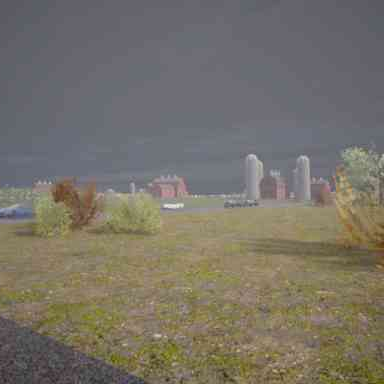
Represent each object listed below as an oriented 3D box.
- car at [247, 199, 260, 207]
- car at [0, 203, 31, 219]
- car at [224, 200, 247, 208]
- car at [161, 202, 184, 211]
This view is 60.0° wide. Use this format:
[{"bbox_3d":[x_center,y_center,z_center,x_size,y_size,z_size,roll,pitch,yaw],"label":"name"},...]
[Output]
[{"bbox_3d":[11.487,2.171,64.283,1.812,1.442,4.674,-1,-1,36],"label":"car"},{"bbox_3d":[-16.235,1.789,32.011,2.033,1.411,5.357,-1,-1,37],"label":"car"},{"bbox_3d":[7.343,2.091,58.468,1.812,1.442,4.674,-1,-1,36],"label":"car"},{"bbox_3d":[-3.326,2.082,49.859,1.895,1.301,4.718,-1,-1,36],"label":"car"}]
